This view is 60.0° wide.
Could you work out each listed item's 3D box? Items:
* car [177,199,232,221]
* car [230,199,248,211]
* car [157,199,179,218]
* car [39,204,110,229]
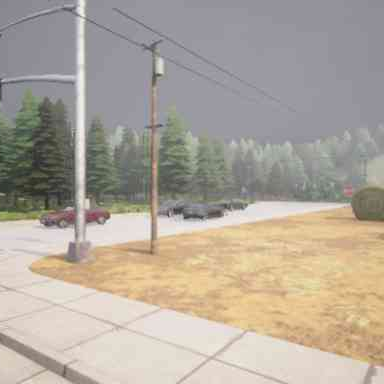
[{"bbox_3d":[1.075,1.496,26.957,1.994,1.385,4.181,0,0,37],"label":"car"},{"bbox_3d":[4.471,1.496,37.703,1.895,1.301,4.718,0,0,37],"label":"car"},{"bbox_3d":[-1.589,1.412,29.544,2.128,1.511,4.902,0,0,37],"label":"car"},{"bbox_3d":[-7.462,1.471,21.618,1.812,1.442,4.674,0,0,37],"label":"car"}]
